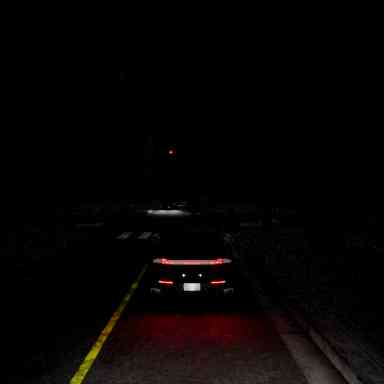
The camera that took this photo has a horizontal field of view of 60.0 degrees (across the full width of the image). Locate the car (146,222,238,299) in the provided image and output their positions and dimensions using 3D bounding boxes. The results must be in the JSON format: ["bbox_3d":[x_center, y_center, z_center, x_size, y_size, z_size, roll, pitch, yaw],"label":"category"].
[{"bbox_3d":[0.002,1.492,8.404,2.128,1.511,4.902,0,0,0],"label":"car"}]

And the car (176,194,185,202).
[{"bbox_3d":[-2.826,1.500,58.137,2.033,1.411,5.357,0,0,0],"label":"car"}]

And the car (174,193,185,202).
[{"bbox_3d":[-2.739,1.215,74.067,2.097,1.767,4.553,0,0,0],"label":"car"}]

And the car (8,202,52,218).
[{"bbox_3d":[-14.760,1.580,29.581,4.313,1.339,1.947,0,0,0],"label":"car"}]

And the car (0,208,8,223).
[{"bbox_3d":[-14.766,1.539,21.554,4.313,1.339,1.947,0,0,0],"label":"car"}]

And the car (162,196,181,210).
[{"bbox_3d":[-2.843,1.574,42.827,1.895,1.301,4.718,0,0,0],"label":"car"}]
